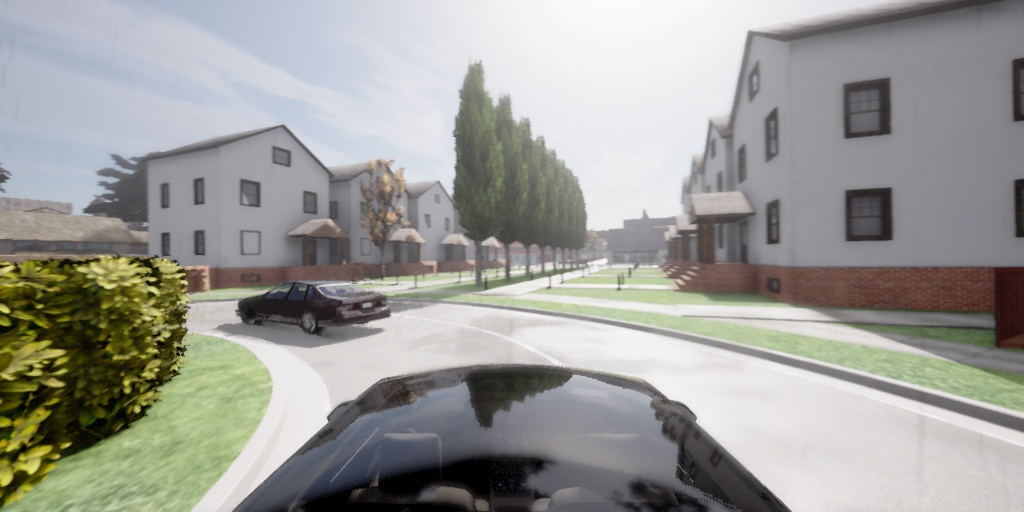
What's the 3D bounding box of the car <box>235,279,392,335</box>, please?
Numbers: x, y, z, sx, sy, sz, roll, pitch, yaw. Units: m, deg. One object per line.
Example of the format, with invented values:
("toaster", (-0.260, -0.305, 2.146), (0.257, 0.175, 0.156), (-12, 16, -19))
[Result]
("car", (-6.118, 1.411, 10.903), (5.357, 1.411, 2.033), (-1, 0, 29))
